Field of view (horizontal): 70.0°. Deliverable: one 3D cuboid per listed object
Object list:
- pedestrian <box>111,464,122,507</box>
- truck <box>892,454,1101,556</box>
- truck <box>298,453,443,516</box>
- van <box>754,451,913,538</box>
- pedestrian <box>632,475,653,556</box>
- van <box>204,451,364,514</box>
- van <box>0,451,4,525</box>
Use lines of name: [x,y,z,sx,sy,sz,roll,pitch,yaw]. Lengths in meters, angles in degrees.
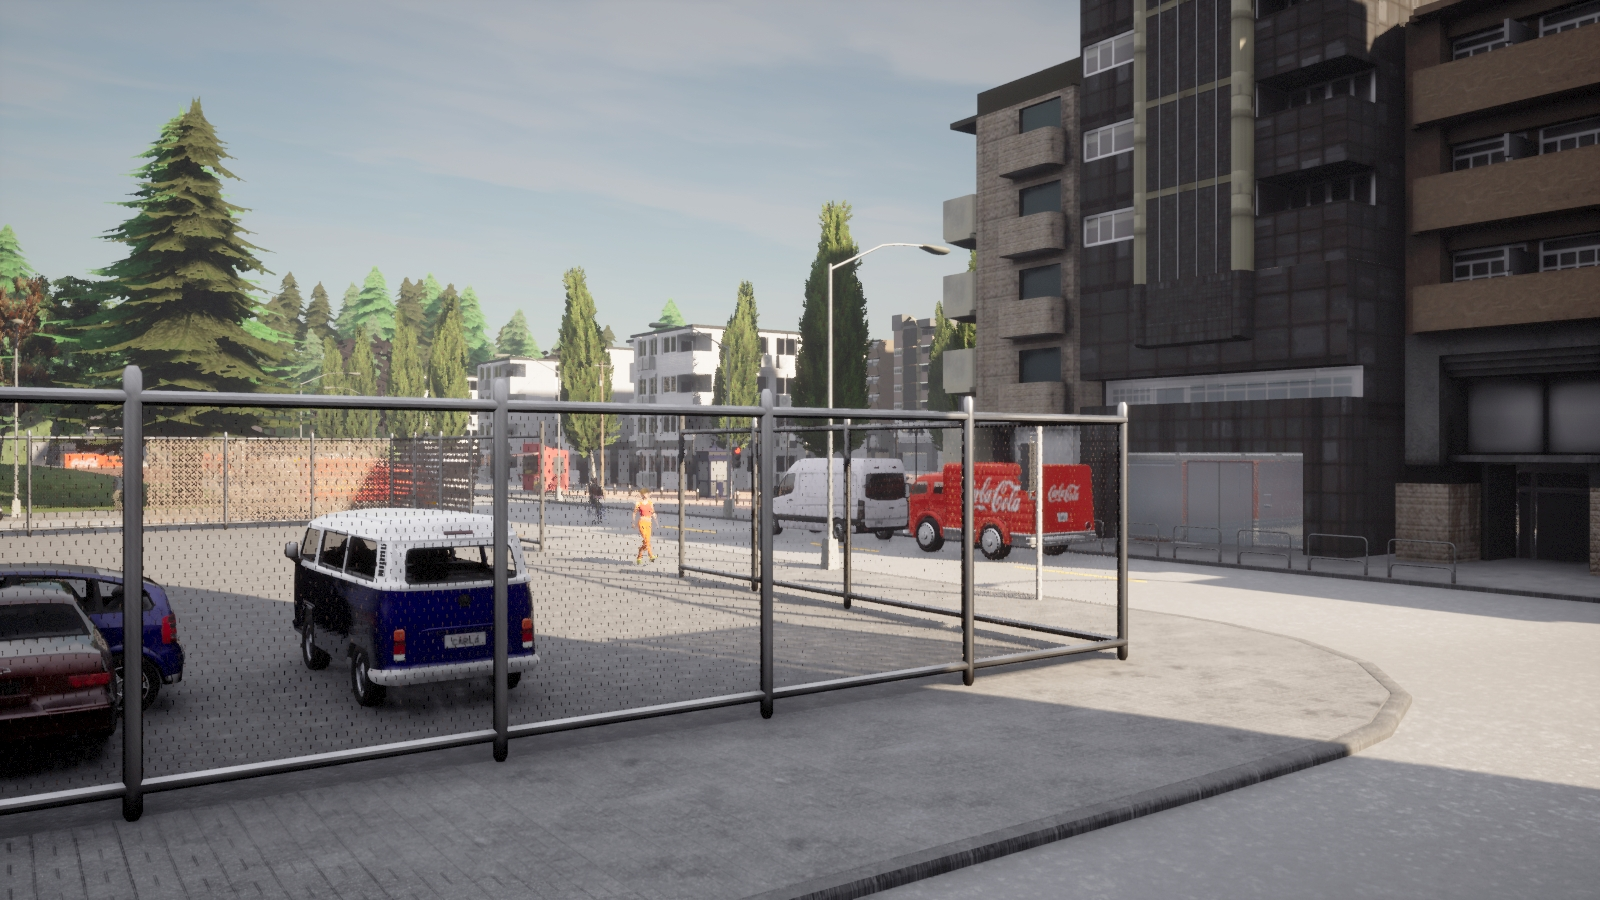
pedestrian: [-29.728,1.527,49.700,0.375,1.860,0.375,0,0,-36]
truck: [5.157,1.349,30.740,2.627,2.467,5.204,0,0,-35]
truck: [-17.707,1.347,47.115,5.204,2.467,2.627,0,0,-30]
van: [0.943,1.314,36.724,1.988,2.561,5.915,0,0,-35]
pedestrian: [-3.674,1.524,26.622,0.375,1.860,0.375,0,0,-33]
van: [-21.926,1.314,48.755,5.915,2.561,1.988,0,0,-39]
van: [-30.384,1.315,38.452,5.915,2.561,1.988,0,0,-35]
